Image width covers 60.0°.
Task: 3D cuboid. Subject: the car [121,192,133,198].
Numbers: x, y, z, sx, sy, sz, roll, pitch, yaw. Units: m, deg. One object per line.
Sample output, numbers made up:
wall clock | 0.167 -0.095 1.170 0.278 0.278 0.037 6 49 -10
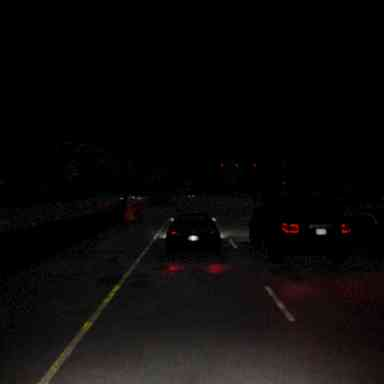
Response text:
car | -18.289 0.836 91.182 2.033 1.411 5.357 0 1 -3

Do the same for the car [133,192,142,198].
car | -14.889 0.838 92.402 1.994 1.385 4.181 0 1 -3

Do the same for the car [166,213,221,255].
car | 0.051 1.519 13.204 1.994 1.385 4.181 0 0 0

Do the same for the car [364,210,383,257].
car | 7.050 1.451 12.783 2.128 1.511 4.902 0 0 0

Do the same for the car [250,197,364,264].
car | 3.550 1.184 11.898 2.150 2.045 5.566 0 0 -1
